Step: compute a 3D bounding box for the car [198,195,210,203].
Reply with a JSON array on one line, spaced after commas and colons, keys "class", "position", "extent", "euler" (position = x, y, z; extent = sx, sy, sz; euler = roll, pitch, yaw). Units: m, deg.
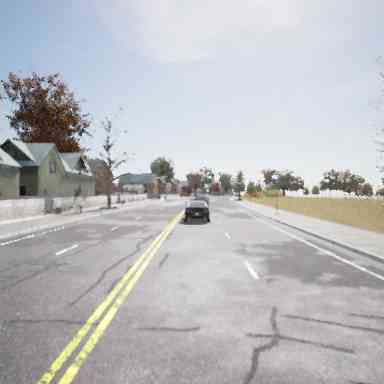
[{"class": "car", "position": [2.410, 1.356, 64.978], "extent": [2.128, 1.511, 4.902], "euler": [0, 0, 5]}]

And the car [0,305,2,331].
[{"class": "car", "position": [-3.322, 1.514, 2.419], "extent": [1.812, 1.442, 4.674], "euler": [0, 0, 0]}]

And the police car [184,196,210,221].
[{"class": "police car", "position": [0.409, 1.355, 26.155], "extent": [1.930, 1.638, 5.238], "euler": [0, 0, 1]}]
